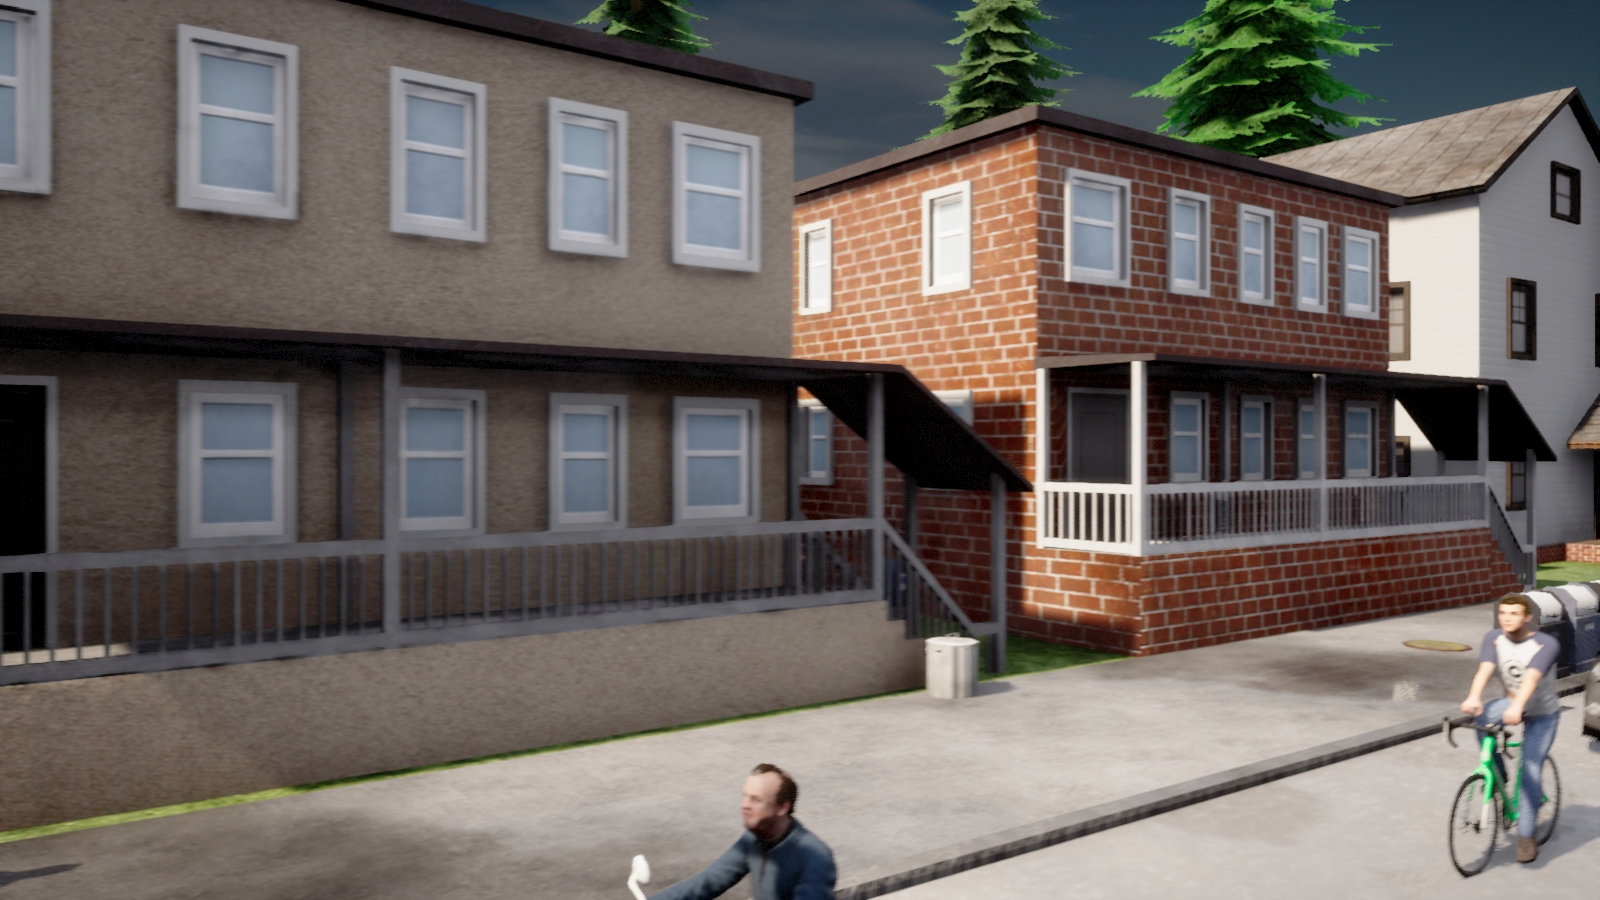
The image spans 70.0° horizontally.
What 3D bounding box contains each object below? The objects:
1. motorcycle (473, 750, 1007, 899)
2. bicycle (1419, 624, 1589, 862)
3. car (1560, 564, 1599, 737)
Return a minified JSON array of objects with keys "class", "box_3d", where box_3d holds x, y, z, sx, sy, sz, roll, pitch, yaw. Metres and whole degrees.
[{"class":"motorcycle","box_3d":[-0.184,1.962,4.255,1.805,1.236,0.856,0,0,-35]},{"class":"bicycle","box_3d":[4.834,1.936,7.804,1.643,1.296,0.373,0,0,-35]},{"class":"car","box_3d":[9.144,1.845,10.853,3.806,1.475,1.970,0,0,-35]}]
